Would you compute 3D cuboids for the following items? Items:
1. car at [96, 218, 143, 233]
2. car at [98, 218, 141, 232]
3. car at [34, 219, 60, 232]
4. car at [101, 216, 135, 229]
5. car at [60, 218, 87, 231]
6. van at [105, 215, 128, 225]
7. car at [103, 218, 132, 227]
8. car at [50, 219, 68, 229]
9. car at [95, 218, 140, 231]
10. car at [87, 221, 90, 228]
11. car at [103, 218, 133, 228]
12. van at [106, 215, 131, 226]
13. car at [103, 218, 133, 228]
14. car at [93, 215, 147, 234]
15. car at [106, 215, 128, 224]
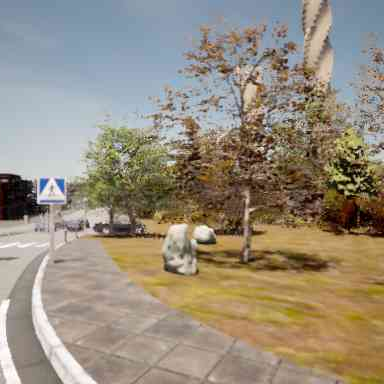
[{"bbox_3d":[-7.932,3.639,36.500,4.892,1.521,2.231,0,-4,-13],"label":"car"},{"bbox_3d":[-8.532,3.878,39.174,4.792,1.488,2.163,0,-4,-13],"label":"car"},{"bbox_3d":[-18.006,4.175,40.975,2.033,1.411,5.357,0,-4,-13],"label":"car"},{"bbox_3d":[-10.463,4.331,47.197,4.553,1.767,2.185,0,-4,-13],"label":"car"},{"bbox_3d":[-14.935,4.217,42.116,2.033,1.411,5.357,0,-4,-13],"label":"car"},{"bbox_3d":[-15.542,5.689,68.609,4.442,1.987,1.878,0,-3,-13],"label":"van"},{"bbox_3d":[-12.900,5.243,57.913,4.792,1.488,2.163,0,-4,-13],"label":"car"},{"bbox_3d":[-20.374,4.898,51.135,1.812,1.442,4.674,0,-4,-13],"label":"car"},{"bbox_3d":[-9.366,4.050,41.808,5.366,1.575,1.946,0,-4,-13],"label":"car"},{"bbox_3d":[-17.303,4.916,52.275,1.837,1.490,4.892,0,-4,-13],"label":"car"},{"bbox_3d":[-11.678,4.881,52.551,4.674,1.452,2.002,0,-4,-13],"label":"car"},{"bbox_3d":[-13.442,5.171,60.624,4.442,1.987,1.878,0,-4,-13],"label":"van"},{"bbox_3d":[-12.334,5.060,55.225,4.792,1.488,2.163,0,-4,-13],"label":"car"},{"bbox_3d":[-6.698,3.214,31.148,4.892,1.521,2.231,0,-5,-13],"label":"car"},{"bbox_3d":[-16.022,5.951,71.312,4.553,1.767,2.185,0,-3,-13],"label":"car"}]
